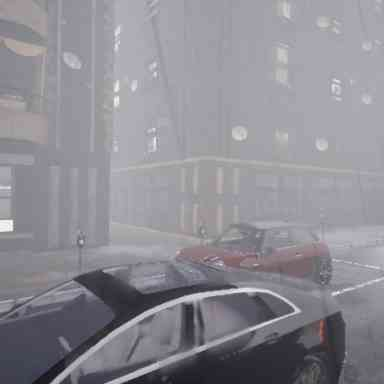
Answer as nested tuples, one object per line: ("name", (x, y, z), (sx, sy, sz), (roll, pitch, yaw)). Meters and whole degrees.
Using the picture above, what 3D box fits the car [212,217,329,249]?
("car", (1.373, 1.442, 7.684), (4.097, 1.590, 1.967), (0, 1, -36))

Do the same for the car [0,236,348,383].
("car", (-0.576, 1.492, 2.968), (4.902, 1.511, 2.128), (0, 0, -35))
